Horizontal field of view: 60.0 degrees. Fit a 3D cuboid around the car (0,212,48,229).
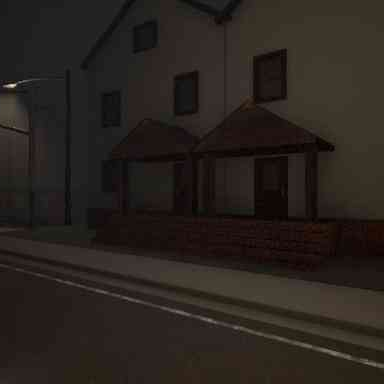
[{"bbox_3d":[-15.468,2.531,29.916,2.128,1.511,4.902,0,-9,36],"label":"car"}]
